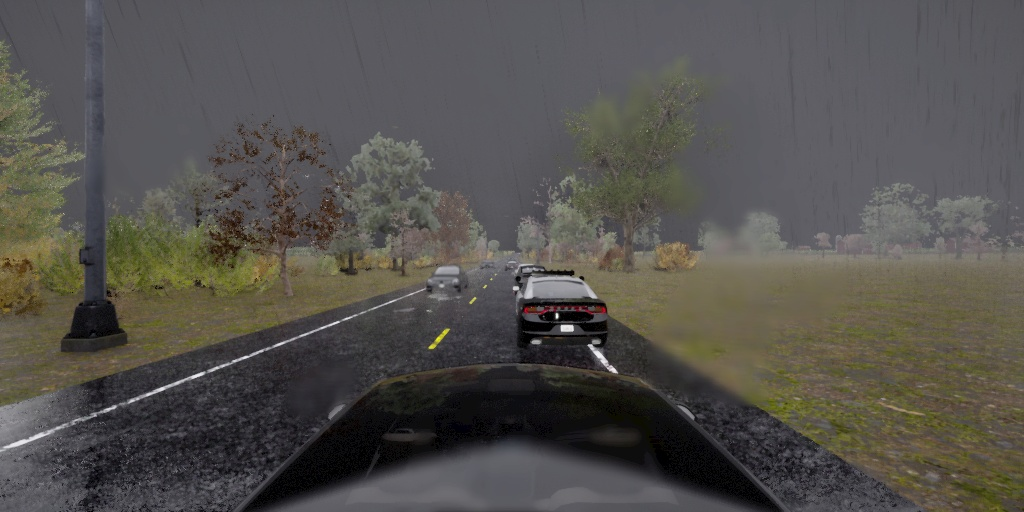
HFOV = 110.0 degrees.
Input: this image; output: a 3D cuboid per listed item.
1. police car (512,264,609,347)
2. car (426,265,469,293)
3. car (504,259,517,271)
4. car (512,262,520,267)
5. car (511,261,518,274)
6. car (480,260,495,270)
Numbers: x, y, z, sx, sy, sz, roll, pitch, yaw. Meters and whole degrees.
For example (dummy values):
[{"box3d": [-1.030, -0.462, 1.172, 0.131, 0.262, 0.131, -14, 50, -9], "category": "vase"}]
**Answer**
[{"box3d": [1.053, 1.173, 9.415, 1.930, 1.638, 5.238, 0, 0, 0], "category": "police car"}, {"box3d": [-3.593, 1.267, 20.673, 1.812, 1.442, 4.674, 0, 0, 0], "category": "car"}, {"box3d": [0.051, 1.238, 47.420, 1.812, 1.442, 4.674, 0, 0, 1], "category": "car"}, {"box3d": [1.056, 1.248, 19.306, 1.837, 1.490, 4.892, 0, 0, 0], "category": "car"}, {"box3d": [1.058, 1.265, 25.307, 1.812, 1.442, 4.674, 0, 0, 0], "category": "car"}, {"box3d": [-3.482, 1.268, 51.845, 1.994, 1.385, 4.181, 0, 0, 0], "category": "car"}]
